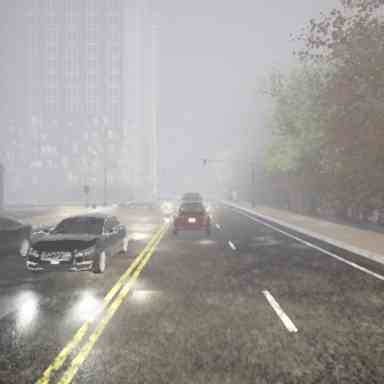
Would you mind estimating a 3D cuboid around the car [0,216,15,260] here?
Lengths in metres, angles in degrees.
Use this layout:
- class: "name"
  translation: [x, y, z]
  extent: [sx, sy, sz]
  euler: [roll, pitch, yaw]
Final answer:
- class: "car"
  translation: [-6.529, 1.427, 9.684]
  extent: [1.882, 1.535, 5.008]
  euler: [0, 0, 1]

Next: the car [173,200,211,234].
- class: "car"
  translation: [0.001, 1.402, 18.621]
  extent: [2.163, 1.488, 4.792]
  euler: [0, 0, 0]

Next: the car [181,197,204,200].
- class: "car"
  translation: [0.070, 1.373, 23.675]
  extent: [1.837, 1.490, 4.892]
  euler: [0, 0, 0]

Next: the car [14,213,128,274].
- class: "car"
  translation: [-3.272, 1.453, 10.423]
  extent: [1.837, 1.490, 4.892]
  euler: [0, 0, 1]

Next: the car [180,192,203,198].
- class: "car"
  translation: [0.005, 1.025, 34.081]
  extent: [2.150, 2.045, 5.566]
  euler: [0, 0, 0]
